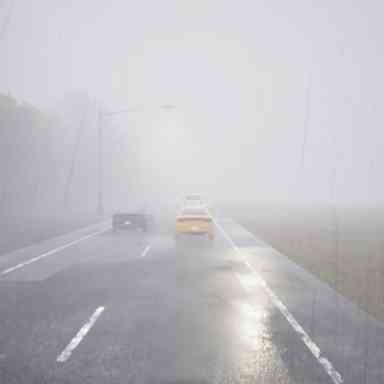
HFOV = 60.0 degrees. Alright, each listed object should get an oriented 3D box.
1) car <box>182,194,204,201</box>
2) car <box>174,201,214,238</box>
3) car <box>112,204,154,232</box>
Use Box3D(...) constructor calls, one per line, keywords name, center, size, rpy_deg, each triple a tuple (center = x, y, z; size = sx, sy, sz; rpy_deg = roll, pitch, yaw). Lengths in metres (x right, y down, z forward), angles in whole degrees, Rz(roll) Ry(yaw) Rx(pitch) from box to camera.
Box3D(name="car", center=(0.096, 1.232, 36.786), size=(2.150, 2.045, 5.566), rpy_deg=(0, 0, 0))
Box3D(name="car", center=(0.110, 1.482, 17.609), size=(1.882, 1.535, 5.008), rpy_deg=(0, 0, 0))
Box3D(name="car", center=(-3.402, 1.482, 19.998), size=(1.882, 1.535, 5.008), rpy_deg=(0, 0, 0))
